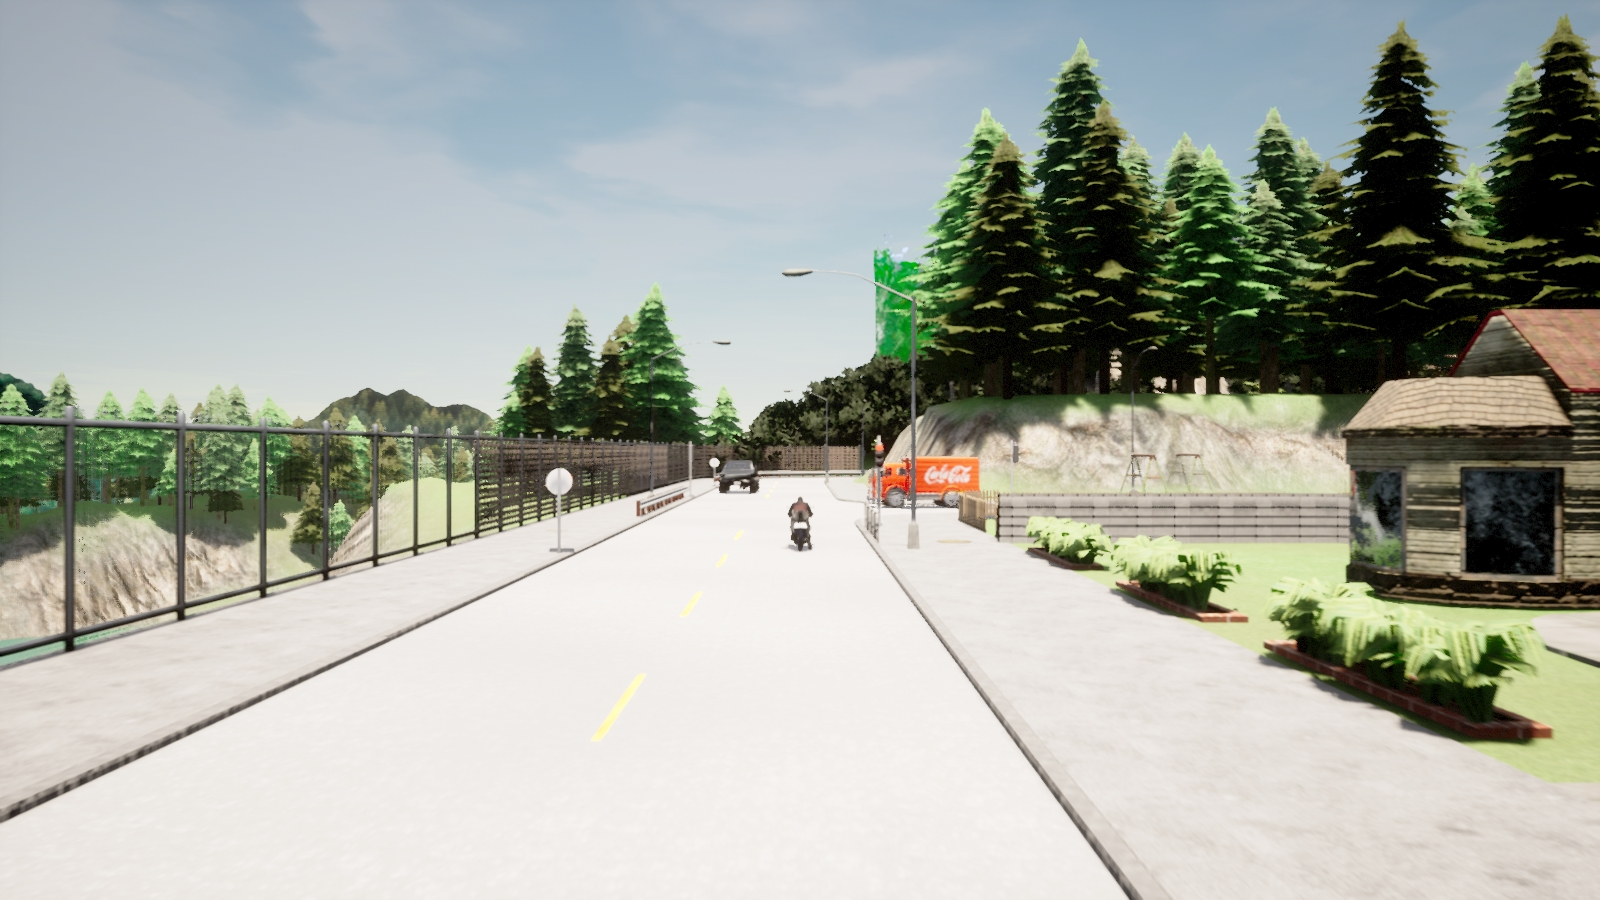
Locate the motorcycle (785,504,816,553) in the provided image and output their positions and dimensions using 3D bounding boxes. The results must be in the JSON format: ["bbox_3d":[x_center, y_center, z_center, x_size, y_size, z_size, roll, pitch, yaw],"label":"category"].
[{"bbox_3d":[0.012,2.205,32.475,0.867,1.251,2.209,0,0,0],"label":"motorcycle"}]

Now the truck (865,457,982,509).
[{"bbox_3d":[5.925,1.567,55.454,5.204,2.467,2.627,0,0,-6],"label":"truck"}]

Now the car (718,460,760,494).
[{"bbox_3d":[-3.962,1.754,75.235,2.390,2.098,6.274,0,0,0],"label":"car"}]
